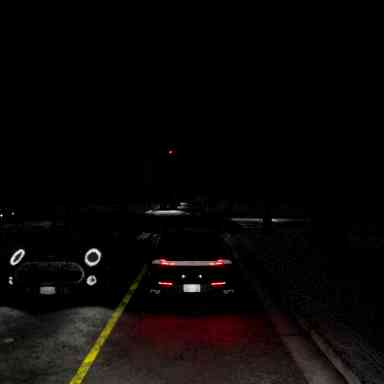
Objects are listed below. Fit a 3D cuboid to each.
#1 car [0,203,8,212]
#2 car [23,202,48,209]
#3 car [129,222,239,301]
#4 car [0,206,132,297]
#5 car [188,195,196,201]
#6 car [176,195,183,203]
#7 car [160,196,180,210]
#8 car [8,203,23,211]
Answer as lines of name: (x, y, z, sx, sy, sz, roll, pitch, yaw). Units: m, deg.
car: (-14.773, 1.540, 21.469, 4.313, 1.339, 1.947, 0, 0, 0)
car: (-14.769, 1.581, 29.496, 4.313, 1.339, 1.947, 0, 0, 0)
car: (0.000, 1.492, 8.323, 2.128, 1.511, 4.902, 0, 0, 0)
car: (-2.851, 1.352, 8.808, 2.097, 1.767, 4.553, 0, 0, 0)
car: (-0.013, 1.451, 81.346, 1.812, 1.442, 4.674, 0, 0, 0)
car: (-2.852, 1.485, 52.939, 1.812, 1.442, 4.674, 0, 0, 0)
car: (-2.858, 1.539, 41.369, 1.994, 1.385, 4.181, 0, 0, 0)
car: (-15.688, 1.209, 24.011, 5.566, 2.045, 2.150, 0, 0, 0)
